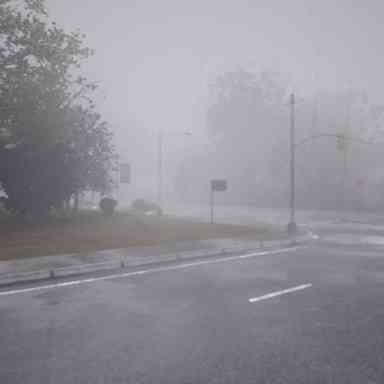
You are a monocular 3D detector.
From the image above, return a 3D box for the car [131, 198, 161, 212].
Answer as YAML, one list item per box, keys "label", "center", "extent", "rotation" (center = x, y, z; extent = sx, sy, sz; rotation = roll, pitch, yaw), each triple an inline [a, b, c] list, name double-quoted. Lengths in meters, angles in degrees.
- label: "car"
  center: [-5.464, 1.499, 38.975]
  extent: [1.837, 1.490, 4.892]
  rotation: [0, 0, -39]

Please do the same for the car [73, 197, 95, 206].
- label: "car"
  center: [-17.579, 1.493, 54.299]
  extent: [1.882, 1.535, 5.008]
  rotation: [0, 0, -39]
